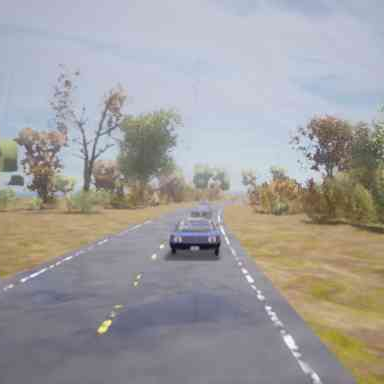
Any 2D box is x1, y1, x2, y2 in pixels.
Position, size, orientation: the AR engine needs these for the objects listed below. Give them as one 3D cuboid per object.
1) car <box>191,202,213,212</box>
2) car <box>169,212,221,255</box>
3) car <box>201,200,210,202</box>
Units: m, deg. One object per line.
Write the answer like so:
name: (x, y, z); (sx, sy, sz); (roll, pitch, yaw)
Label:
car: (0.861, 1.821, 28.823); (2.033, 1.411, 5.357); (0, -1, 4)
car: (0.172, 1.733, 14.010); (1.895, 1.301, 4.718); (0, -1, 2)
car: (2.771, 2.281, 71.849); (1.895, 1.301, 4.718); (0, -1, 9)
